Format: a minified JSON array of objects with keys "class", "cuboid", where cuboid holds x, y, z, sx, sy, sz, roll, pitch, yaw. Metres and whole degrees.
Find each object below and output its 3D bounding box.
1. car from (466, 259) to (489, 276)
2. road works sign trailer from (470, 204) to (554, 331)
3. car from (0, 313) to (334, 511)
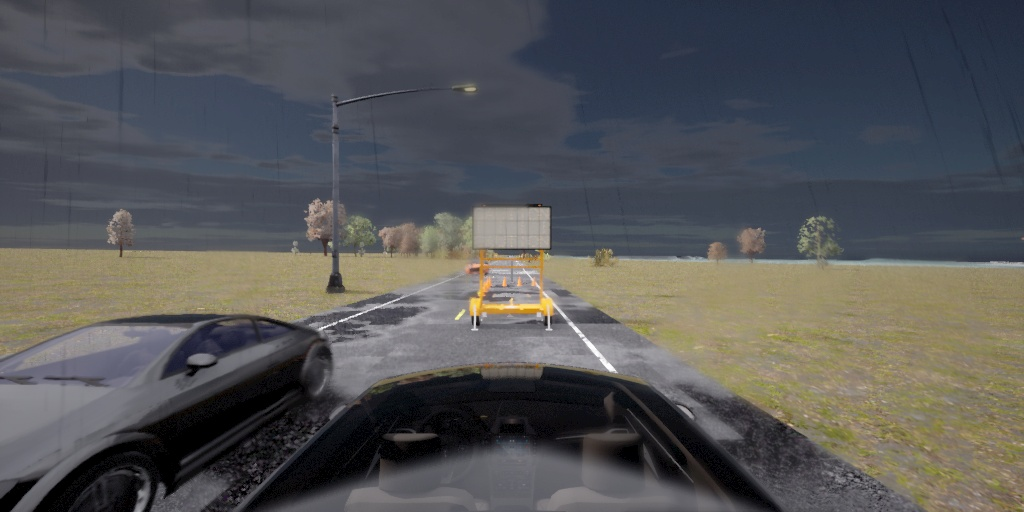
[{"class":"car","cuboid":[-3.510,1.103,37.043,2.097,1.767,4.553,0,0,0]},{"class":"road works sign trailer","cuboid":[-0.003,0.215,11.018,2.380,3.560,2.880,0,0,0]},{"class":"car","cuboid":[-3.601,1.314,3.566,1.994,1.385,4.181,0,0,0]}]
